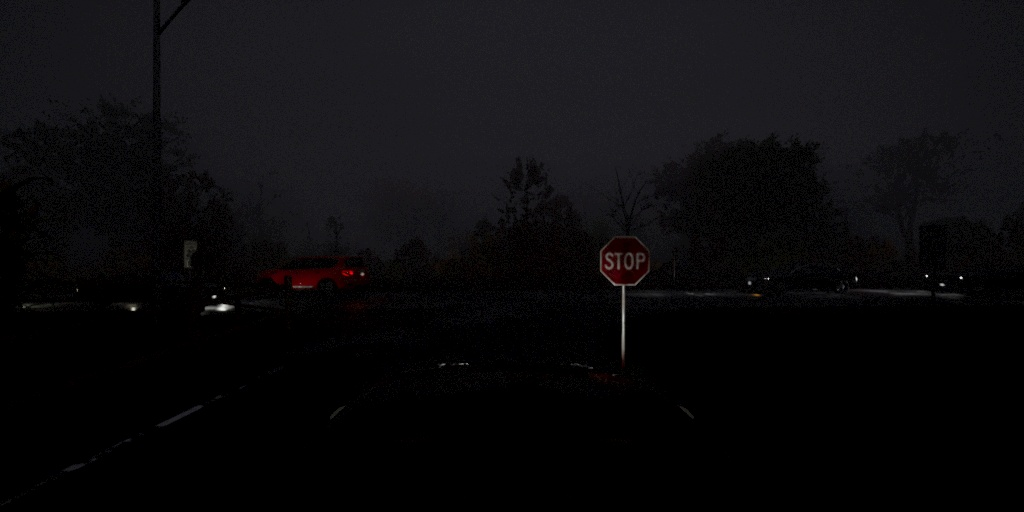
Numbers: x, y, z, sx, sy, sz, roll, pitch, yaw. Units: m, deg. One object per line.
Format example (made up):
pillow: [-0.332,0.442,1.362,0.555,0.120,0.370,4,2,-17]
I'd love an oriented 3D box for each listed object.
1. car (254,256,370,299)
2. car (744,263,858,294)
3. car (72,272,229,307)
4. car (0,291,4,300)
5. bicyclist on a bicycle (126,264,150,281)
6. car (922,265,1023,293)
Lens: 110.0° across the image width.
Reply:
car: [-10.151,1.017,18.378,5.566,2.045,2.150,0,-1,9]
car: [14.496,1.089,18.147,4.902,1.511,2.128,0,0,1]
car: [-15.518,1.402,15.522,5.357,1.411,2.033,0,0,1]
car: [-25.297,1.408,15.629,5.008,1.535,1.882,0,0,1]
bicyclist on a bicycle: [-22.480,1.333,21.569,0.582,1.620,1.656,0,0,1]
car: [23.875,1.120,18.045,4.718,1.301,1.895,0,0,1]
